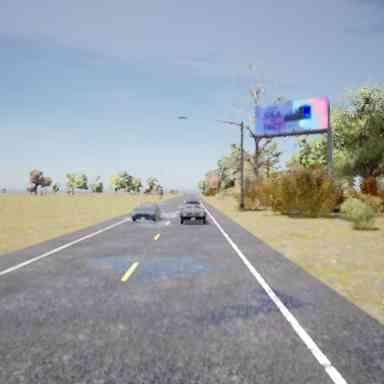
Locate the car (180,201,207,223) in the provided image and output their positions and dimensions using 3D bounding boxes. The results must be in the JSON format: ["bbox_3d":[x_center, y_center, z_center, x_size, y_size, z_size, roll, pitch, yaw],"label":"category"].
[{"bbox_3d":[0.090,1.600,25.300,1.895,1.301,4.718,0,0,0],"label":"car"}]

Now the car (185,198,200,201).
[{"bbox_3d":[0.105,1.502,43.806,1.837,1.490,4.892,0,0,0],"label":"car"}]

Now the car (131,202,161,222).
[{"bbox_3d":[-3.537,1.546,26.622,2.033,1.411,5.357,0,0,1],"label":"car"}]
